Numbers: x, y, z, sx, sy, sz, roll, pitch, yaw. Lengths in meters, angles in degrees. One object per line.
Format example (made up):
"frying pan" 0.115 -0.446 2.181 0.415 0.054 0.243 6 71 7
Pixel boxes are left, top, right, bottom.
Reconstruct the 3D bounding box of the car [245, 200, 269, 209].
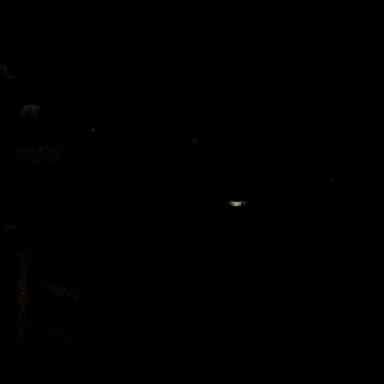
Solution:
"car" 10.402 1.944 52.621 2.033 1.411 5.357 1 0 36
